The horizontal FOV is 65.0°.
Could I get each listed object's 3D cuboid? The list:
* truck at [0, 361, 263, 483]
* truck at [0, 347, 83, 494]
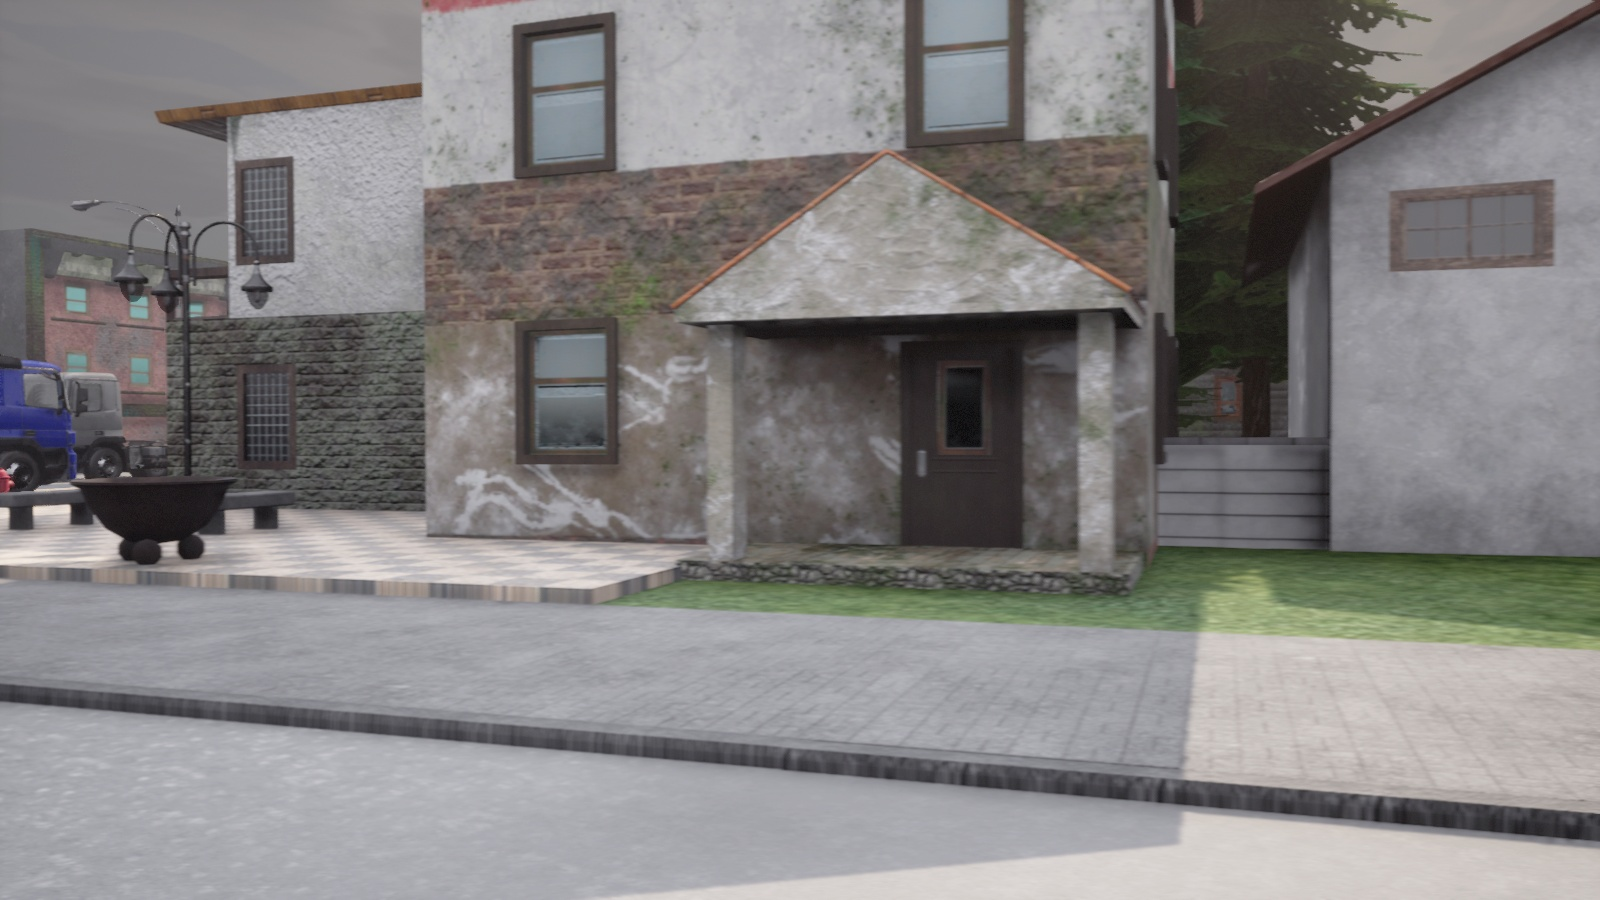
[{"bbox_3d":[-21.054,-0.865,39.740,2.891,3.462,7.936,1,1,19],"label":"truck"},{"bbox_3d":[-20.707,-0.681,28.305,2.891,3.462,7.936,1,1,19],"label":"truck"}]
